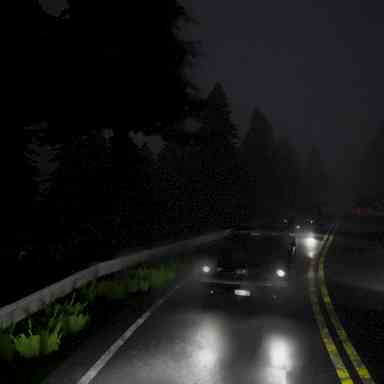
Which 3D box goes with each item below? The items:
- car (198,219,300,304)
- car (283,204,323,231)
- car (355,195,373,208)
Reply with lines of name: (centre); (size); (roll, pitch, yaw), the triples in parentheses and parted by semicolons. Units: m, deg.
car: (1.642, 1.599, 8.437); (1.895, 1.301, 4.718); (-1, 0, 18)
car: (6.828, 1.459, 20.163); (2.033, 1.411, 5.357); (-2, 0, 26)
car: (20.820, 1.057, 40.171); (2.128, 1.511, 4.902); (-2, 0, 28)
